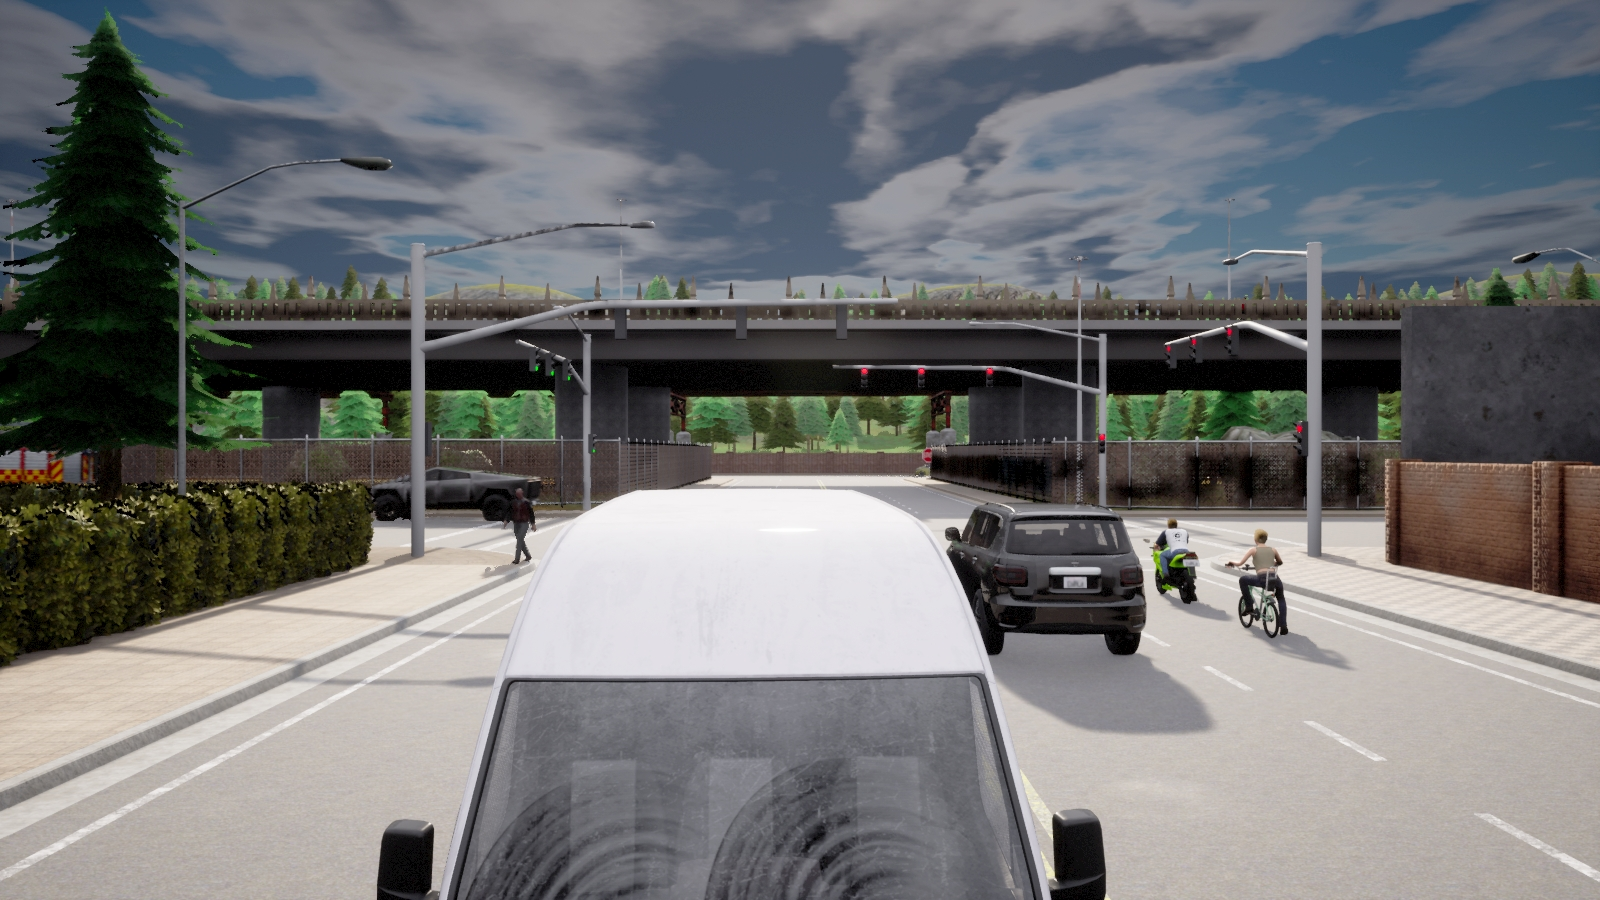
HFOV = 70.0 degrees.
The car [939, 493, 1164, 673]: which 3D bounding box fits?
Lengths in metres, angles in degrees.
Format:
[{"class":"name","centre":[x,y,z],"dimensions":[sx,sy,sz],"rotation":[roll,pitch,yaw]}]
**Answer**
[{"class":"car","centre":[3.496,1.780,17.139],"dimensions":[2.150,2.045,5.566],"rotation":[0,0,0]}]

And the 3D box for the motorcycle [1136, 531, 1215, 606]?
[{"class":"motorcycle","centre":[6.995,2.187,21.401],"dimensions":[0.803,1.199,2.033],"rotation":[0,0,0]}]

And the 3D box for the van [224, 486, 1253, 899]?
[{"class":"van","centre":[-0.245,1.535,5.164],"dimensions":[1.988,2.561,5.915],"rotation":[0,0,-3]}]

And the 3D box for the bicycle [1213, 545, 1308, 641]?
[{"class":"bicycle","centre":[7.010,2.159,17.481],"dimensions":[0.859,1.276,1.487],"rotation":[0,0,0]}]

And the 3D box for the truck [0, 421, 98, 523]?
[{"class":"truck","centre":[-32.378,0.837,44.336],"dimensions":[8.468,3.827,2.891],"rotation":[0,0,0]}]

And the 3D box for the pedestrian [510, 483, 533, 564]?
[{"class":"pedestrian","centre":[-6.462,1.698,26.502],"dimensions":[0.375,1.860,0.375],"rotation":[0,0,13]}]

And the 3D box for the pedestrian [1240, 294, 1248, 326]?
[{"class":"pedestrian","centre":[26.313,-8.300,67.712],"dimensions":[0.375,1.860,0.375],"rotation":[0,0,0]}]

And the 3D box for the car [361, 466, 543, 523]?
[{"class":"car","centre":[-13.334,1.698,44.044],"dimensions":[6.274,2.098,2.390],"rotation":[0,0,0]}]
